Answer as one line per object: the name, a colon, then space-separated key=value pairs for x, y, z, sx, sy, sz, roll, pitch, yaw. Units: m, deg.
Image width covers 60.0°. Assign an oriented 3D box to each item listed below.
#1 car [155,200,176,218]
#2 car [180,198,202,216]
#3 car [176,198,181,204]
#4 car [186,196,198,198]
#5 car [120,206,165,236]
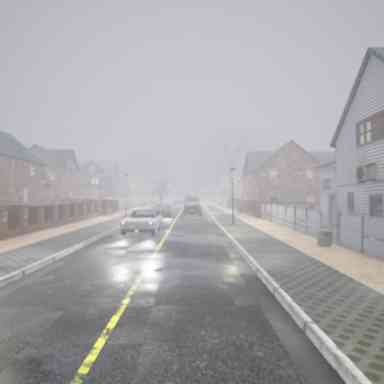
car: x=-2.918 y=1.782 z=32.623 sx=1.994 sy=1.385 sz=4.181 roll=0 pitch=0 yaw=0
car: x=0.022 y=1.719 z=35.491 sx=1.882 sy=1.535 sz=5.008 roll=0 pitch=0 yaw=0
car: x=-2.896 y=2.070 z=72.121 sx=1.994 sy=1.385 sz=4.181 roll=0 pitch=0 yaw=0
car: x=-0.018 y=1.538 z=45.554 sx=2.150 sy=2.045 sz=5.566 roll=0 pitch=0 yaw=0
car: x=-2.889 y=1.728 z=19.525 sx=1.895 sy=1.301 sz=4.718 roll=0 pitch=0 yaw=0
